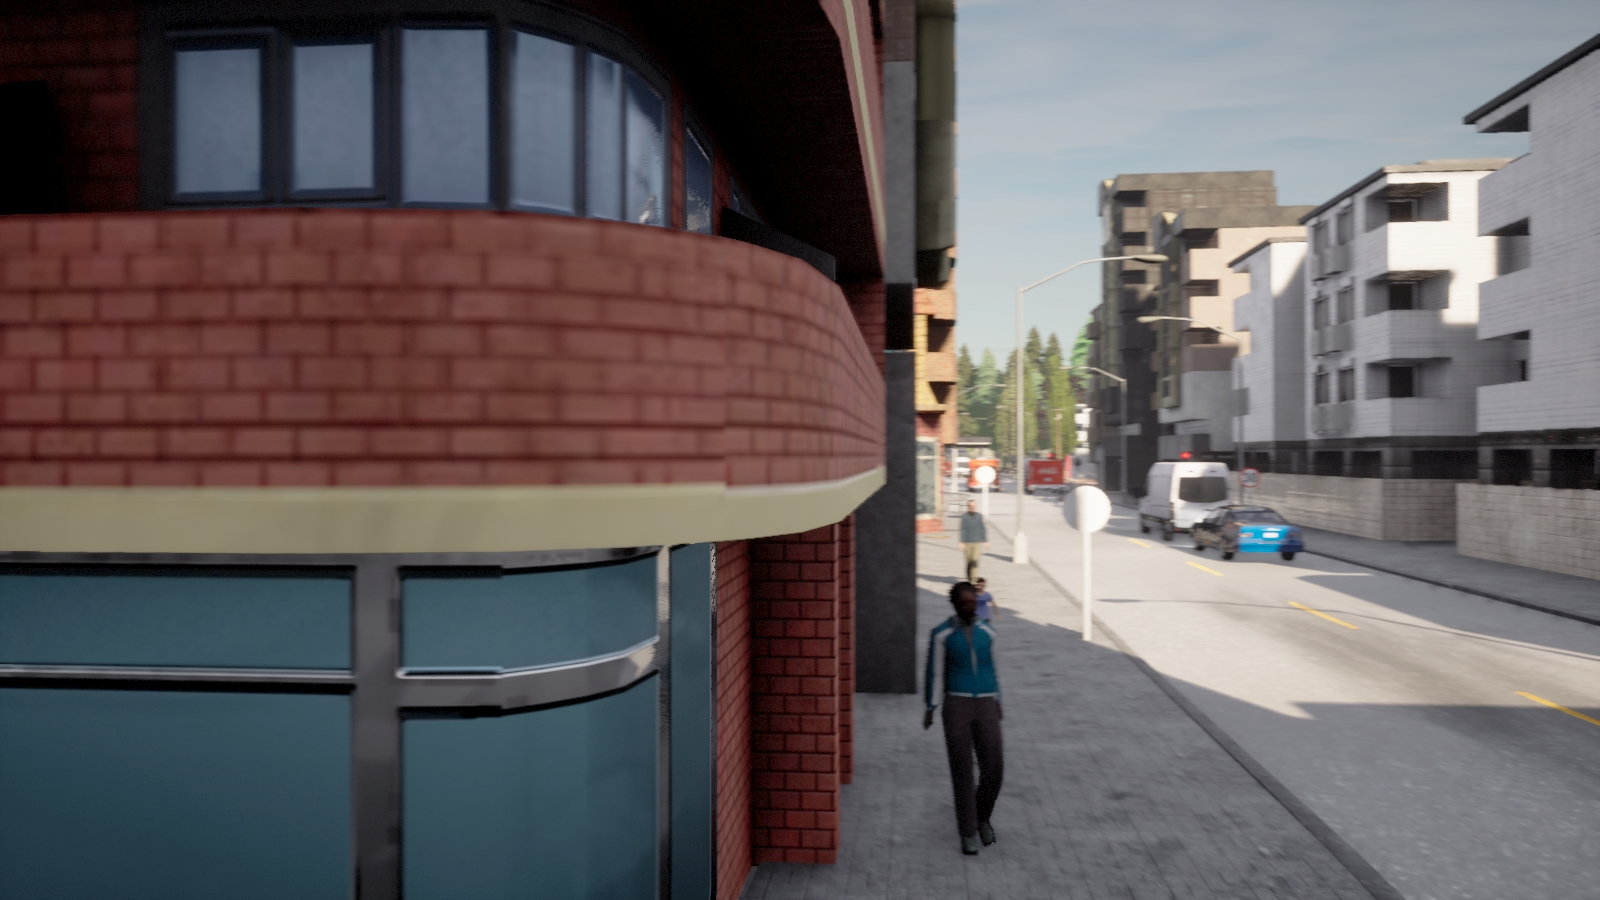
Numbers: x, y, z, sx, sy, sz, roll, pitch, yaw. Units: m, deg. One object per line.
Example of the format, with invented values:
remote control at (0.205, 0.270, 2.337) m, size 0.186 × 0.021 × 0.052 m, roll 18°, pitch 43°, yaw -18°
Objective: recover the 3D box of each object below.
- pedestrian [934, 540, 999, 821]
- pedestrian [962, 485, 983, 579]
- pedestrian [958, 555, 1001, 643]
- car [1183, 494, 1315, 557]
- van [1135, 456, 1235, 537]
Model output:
pedestrian at (1.143, 1.565, 7.892) m, size 0.375 × 1.860 × 0.375 m, roll 0°, pitch 0°, yaw -3°
pedestrian at (3.450, 1.630, 22.907) m, size 0.375 × 1.860 × 0.375 m, roll 0°, pitch 0°, yaw 3°
pedestrian at (2.390, 1.975, 15.217) m, size 0.500 × 1.100 × 0.500 m, roll 0°, pitch 0°, yaw 1°
car at (12.287, 2.018, 31.696) m, size 2.033 × 1.411 × 5.357 m, roll 0°, pitch 0°, yaw 6°
van at (13.032, 1.481, 39.065) m, size 1.988 × 2.561 × 5.915 m, roll 0°, pitch 0°, yaw 6°
